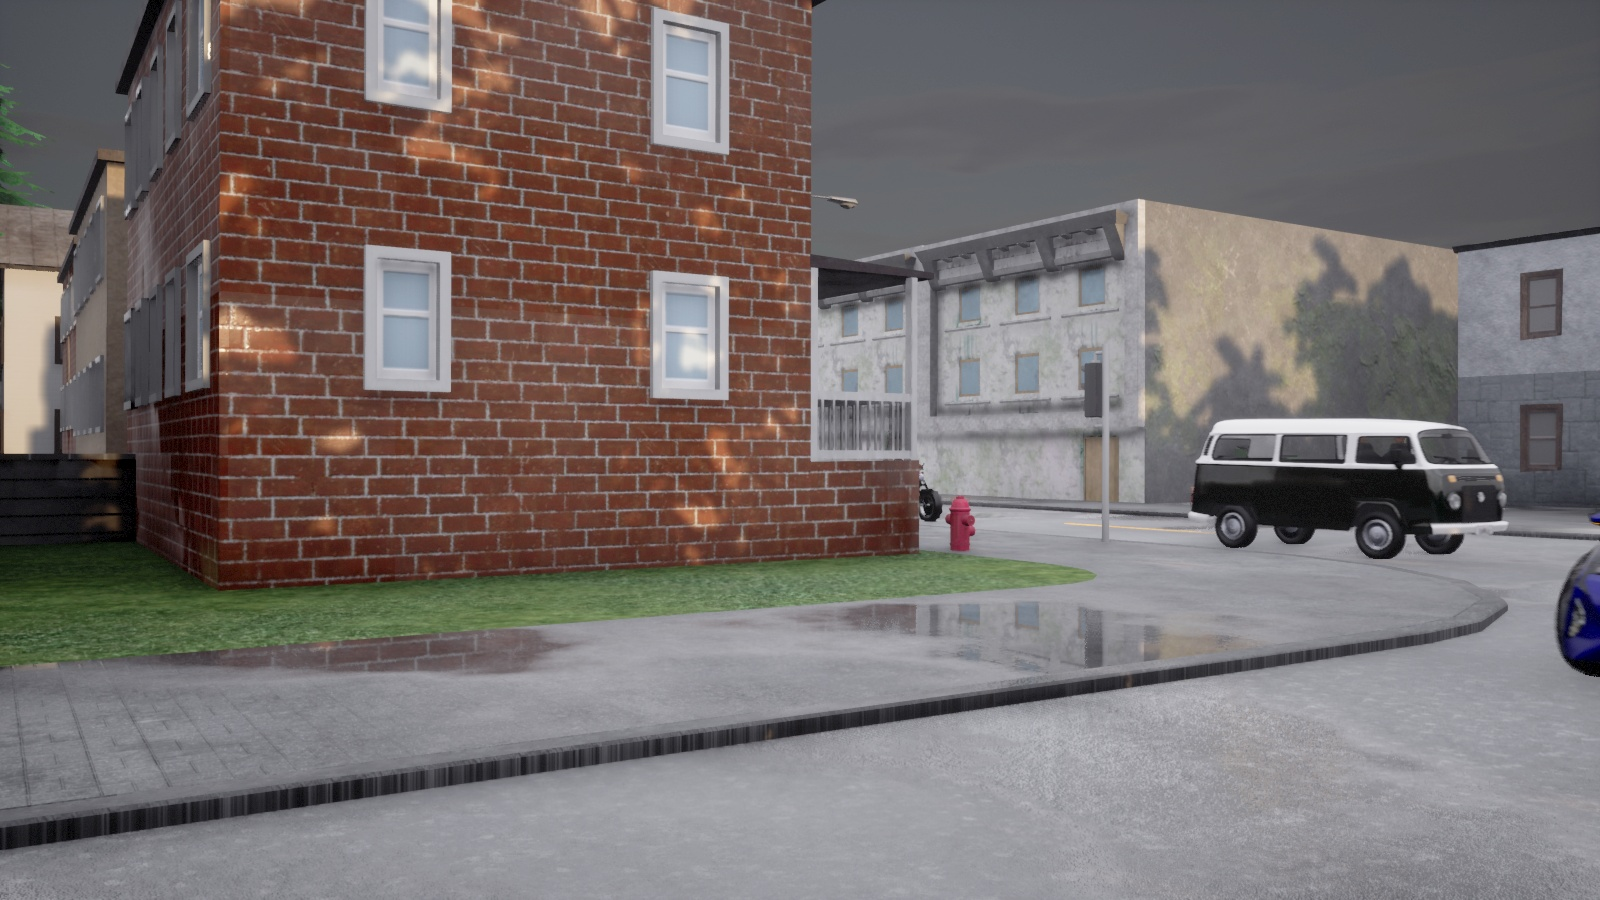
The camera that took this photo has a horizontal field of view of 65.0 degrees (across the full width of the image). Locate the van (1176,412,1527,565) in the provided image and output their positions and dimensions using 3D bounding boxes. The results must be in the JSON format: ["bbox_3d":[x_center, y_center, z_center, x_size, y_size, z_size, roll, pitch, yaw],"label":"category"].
[{"bbox_3d":[8.198,0.493,19.098,2.069,2.038,4.480,0,0,-33],"label":"van"}]

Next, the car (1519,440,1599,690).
[{"bbox_3d":[6.925,0.698,8.758,4.514,1.525,2.007,0,0,-42],"label":"car"}]

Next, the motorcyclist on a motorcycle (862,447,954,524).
[{"bbox_3d":[2.383,0.759,28.075,0.766,1.649,2.350,0,0,-33],"label":"motorcyclist on a motorcycle"}]
